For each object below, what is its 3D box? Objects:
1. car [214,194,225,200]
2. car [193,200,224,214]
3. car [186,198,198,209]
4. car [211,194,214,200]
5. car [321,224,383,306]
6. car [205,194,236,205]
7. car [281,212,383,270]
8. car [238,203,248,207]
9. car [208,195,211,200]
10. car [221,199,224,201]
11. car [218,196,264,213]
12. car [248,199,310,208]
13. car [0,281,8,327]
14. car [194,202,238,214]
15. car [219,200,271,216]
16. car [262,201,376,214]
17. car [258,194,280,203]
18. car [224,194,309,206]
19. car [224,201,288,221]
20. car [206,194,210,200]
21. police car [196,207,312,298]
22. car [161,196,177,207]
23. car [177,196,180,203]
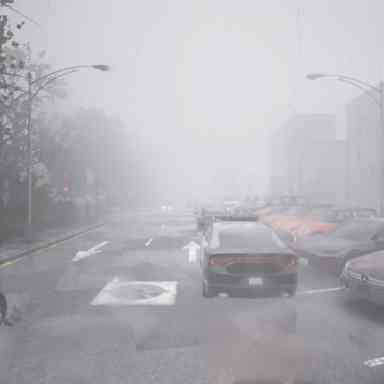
[{"bbox_3d":[5.363,1.270,30.840,5.566,2.045,2.435,1,0,-20],"label":"car"},{"bbox_3d":[1.207,1.548,24.558,1.812,1.442,4.674,0,0,0],"label":"car"},{"bbox_3d":[0.084,1.579,46.164,2.128,1.511,4.902,0,0,0],"label":"car"},{"bbox_3d":[5.470,1.446,45.872,4.553,1.767,2.185,1,0,-20],"label":"car"},{"bbox_3d":[5.311,1.527,6.836,4.674,1.452,2.002,1,0,-20],"label":"car"},{"bbox_3d":[5.469,1.391,63.913,5.566,2.045,2.435,1,0,-20],"label":"car"},{"bbox_3d":[5.287,1.517,9.827,4.792,1.488,2.163,1,0,-20],"label":"car"},{"bbox_3d":[5.338,1.538,18.845,4.674,1.452,2.002,1,0,-20],"label":"car"},{"bbox_3d":[5.434,1.583,48.875,5.008,1.535,2.097,1,-1,-20],"label":"car"},{"bbox_3d":[5.189,1.503,24.781,5.366,1.575,1.946,1,0,-20],"label":"car"},{"bbox_3d":[5.377,1.413,36.854,4.553,1.767,2.185,1,0,-20],"label":"car"},{"bbox_3d":[5.364,1.369,15.849,4.553,1.767,2.185,1,0,-20],"label":"car"},{"bbox_3d":[-3.949,1.564,3.625,1.994,1.385,4.181,0,0,0],"label":"car"},{"bbox_3d":[1.189,1.518,18.559,1.837,1.490,4.892,0,0,0],"label":"car"},{"bbox_3d":[5.372,1.560,33.840,4.792,1.488,2.163,1,0,-20],"label":"car"},{"bbox_3d":[5.355,1.366,12.848,4.553,1.767,2.185,1,0,-20],"label":"car"},{"bbox_3d":[18.449,1.462,79.894,2.435,2.045,5.566,0,0,-21],"label":"car"},{"bbox_3d":[5.342,1.251,21.824,5.566,2.045,2.435,1,0,-20],"label":"car"},{"bbox_3d":[5.346,1.544,27.838,4.792,1.488,2.163,1,0,-20],"label":"car"},{"bbox_3d":[5.275,1.612,57.819,5.366,1.575,1.946,1,0,-20],"label":"car"},{"bbox_3d":[1.167,1.427,8.668,1.930,1.638,5.238,0,0,0],"label":"police car"},{"bbox_3d":[-4.049,1.614,55.429,2.128,1.511,4.902,0,0,0],"label":"car"},{"bbox_3d":[-3.781,1.706,74.826,1.837,1.490,4.892,0,-1,2],"label":"car"}]
